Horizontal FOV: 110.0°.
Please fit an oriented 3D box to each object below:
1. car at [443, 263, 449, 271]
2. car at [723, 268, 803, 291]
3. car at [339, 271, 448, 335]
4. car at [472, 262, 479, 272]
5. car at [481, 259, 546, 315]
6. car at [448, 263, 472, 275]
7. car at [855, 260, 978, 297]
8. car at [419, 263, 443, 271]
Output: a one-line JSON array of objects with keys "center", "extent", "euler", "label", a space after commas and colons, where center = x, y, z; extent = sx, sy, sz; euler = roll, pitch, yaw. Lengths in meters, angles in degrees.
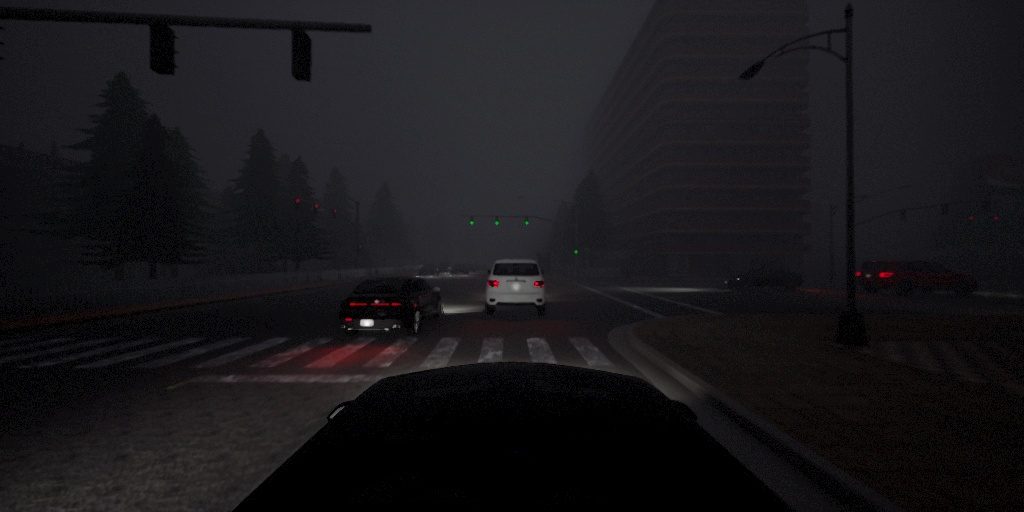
[{"center": [-10.355, 1.777, 54.699], "extent": [1.837, 1.490, 4.892], "euler": [0, -1, 1], "label": "car"}, {"center": [17.212, 1.555, 24.743], "extent": [4.902, 1.511, 2.128], "euler": [0, -1, 0], "label": "car"}, {"center": [-3.378, 1.345, 10.803], "extent": [1.837, 1.490, 4.892], "euler": [0, -1, 0], "label": "car"}, {"center": [-6.827, 1.827, 57.050], "extent": [1.812, 1.442, 4.674], "euler": [0, -1, 1], "label": "car"}, {"center": [0.146, 1.135, 14.689], "extent": [2.150, 2.045, 5.566], "euler": [0, -1, 0], "label": "car"}, {"center": [-6.921, 1.737, 48.217], "extent": [1.812, 1.442, 4.674], "euler": [0, -1, 0], "label": "car"}, {"center": [23.565, 1.255, 21.037], "extent": [5.566, 2.045, 2.150], "euler": [0, -1, 0], "label": "car"}, {"center": [-10.437, 1.704, 45.441], "extent": [1.812, 1.442, 4.674], "euler": [0, -1, 0], "label": "car"}]
